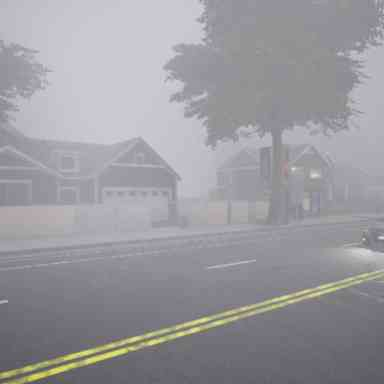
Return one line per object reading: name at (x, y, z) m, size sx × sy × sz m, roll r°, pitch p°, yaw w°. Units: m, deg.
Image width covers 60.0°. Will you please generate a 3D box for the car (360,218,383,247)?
car at (9.000, 1.616, 14.084) m, size 4.181 × 1.385 × 1.994 m, roll 0°, pitch 0°, yaw -35°
